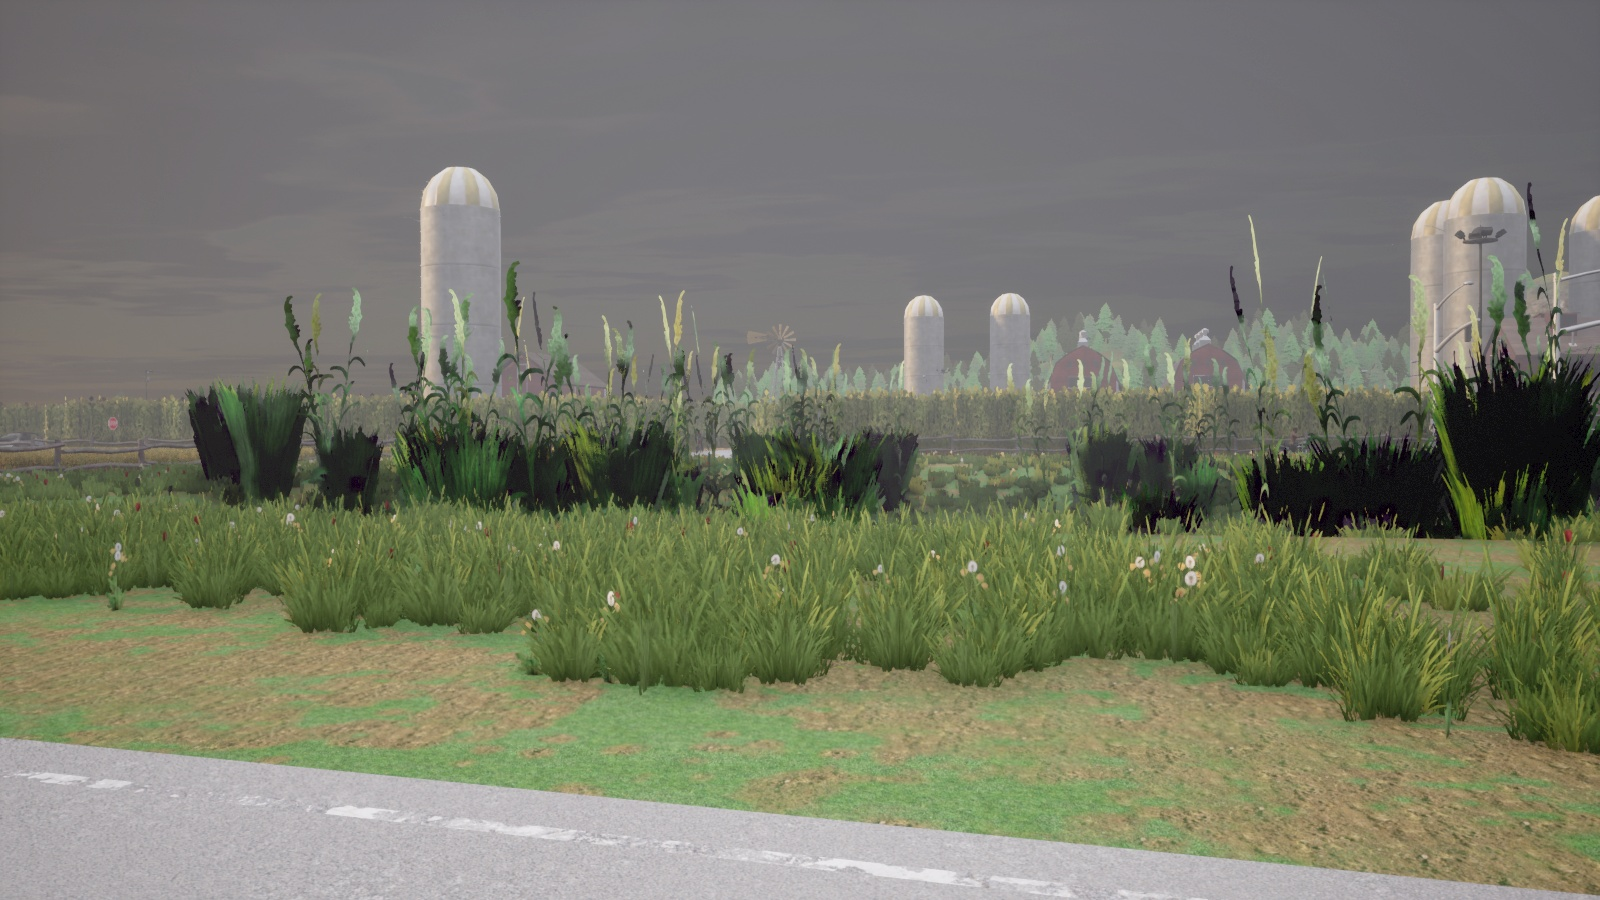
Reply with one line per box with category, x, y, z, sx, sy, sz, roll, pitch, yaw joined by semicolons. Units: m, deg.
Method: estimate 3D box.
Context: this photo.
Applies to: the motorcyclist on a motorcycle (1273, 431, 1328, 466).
motorcyclist on a motorcycle;23.929;-0.095;60.097;2.350;1.649;0.766;1;1;13
